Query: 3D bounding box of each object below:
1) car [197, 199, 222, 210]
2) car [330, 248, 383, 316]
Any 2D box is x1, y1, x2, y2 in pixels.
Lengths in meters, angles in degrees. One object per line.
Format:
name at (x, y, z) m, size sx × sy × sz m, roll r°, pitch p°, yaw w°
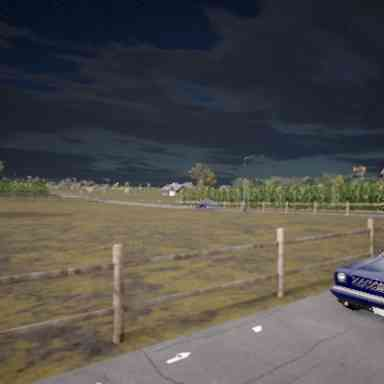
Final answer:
car at (2.864, 2.009, 54.804) m, size 2.097 × 1.767 × 4.553 m, roll 2°, pitch -2°, yaw -35°
car at (4.778, 1.563, 6.483) m, size 4.718 × 1.301 × 1.895 m, roll 0°, pitch 0°, yaw -35°
